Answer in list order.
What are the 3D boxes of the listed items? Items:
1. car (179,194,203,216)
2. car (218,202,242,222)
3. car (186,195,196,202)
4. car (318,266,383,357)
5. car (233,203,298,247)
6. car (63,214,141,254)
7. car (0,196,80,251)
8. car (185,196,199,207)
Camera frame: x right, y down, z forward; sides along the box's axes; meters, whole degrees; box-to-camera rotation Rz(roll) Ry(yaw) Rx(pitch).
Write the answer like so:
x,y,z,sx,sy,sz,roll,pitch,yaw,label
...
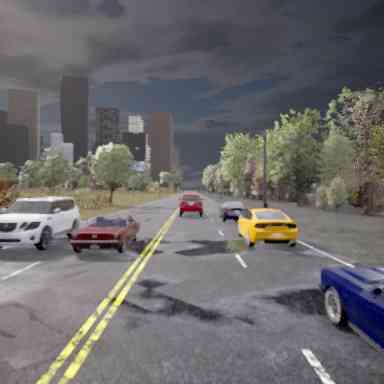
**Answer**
x,y,z,sx,sy,sz,roll,pitch,yaw,label
-0.086,1.208,32.507,2.150,2.045,5.566,0,0,0,car
3.197,1.492,26.049,2.163,1.488,4.792,0,0,0,car
-0.154,1.414,74.008,2.128,1.511,4.902,0,0,0,car
3.244,1.590,4.041,1.895,1.301,4.718,0,0,0,car
3.219,1.471,15.015,1.882,1.535,5.008,0,0,0,car
-3.380,1.602,13.748,1.895,1.301,4.718,0,0,0,car
-6.631,1.223,14.501,2.150,2.045,5.566,0,0,0,car
-0.017,1.440,52.607,2.128,1.511,4.902,0,0,0,car
